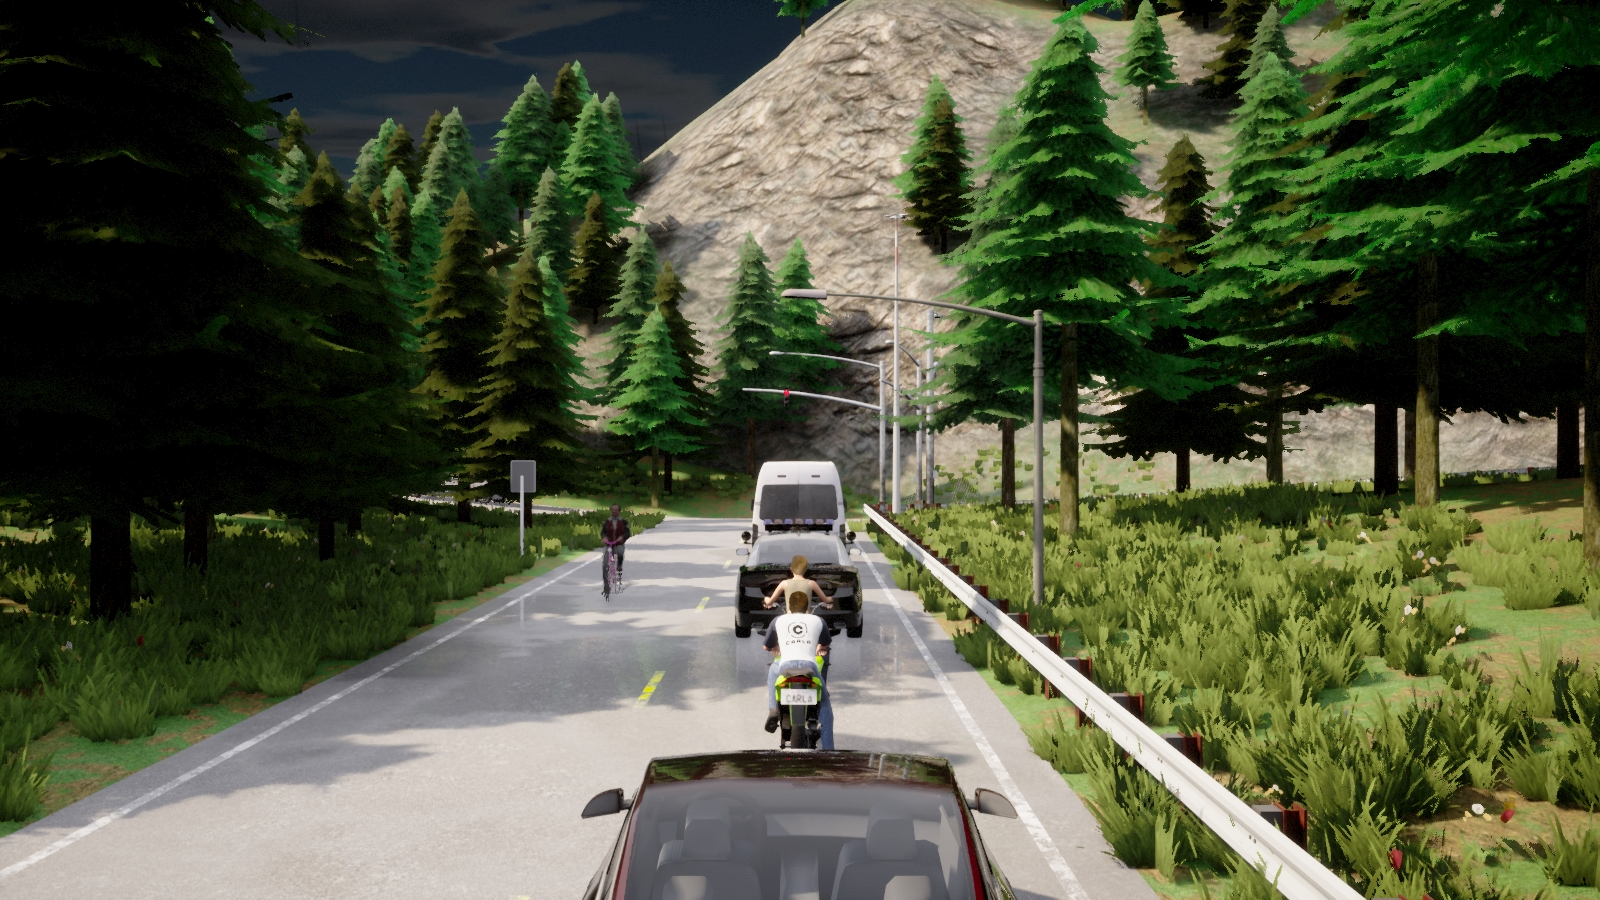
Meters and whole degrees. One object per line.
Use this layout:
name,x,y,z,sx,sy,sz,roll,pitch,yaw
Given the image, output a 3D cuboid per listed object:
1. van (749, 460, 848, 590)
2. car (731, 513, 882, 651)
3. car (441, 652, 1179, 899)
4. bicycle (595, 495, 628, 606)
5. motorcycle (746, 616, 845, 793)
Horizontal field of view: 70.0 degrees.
van,-0.039,1.534,25.918,1.988,2.561,5.915,0,0,0
car,0.090,1.982,18.501,2.097,1.638,5.238,0,0,0
car,0.027,2.063,5.080,2.163,1.488,4.792,0,0,0
bicycle,-3.522,1.836,21.424,0.329,1.919,1.835,0,0,0
motorcycle,-0.033,2.213,10.287,0.803,1.145,2.033,0,0,0
